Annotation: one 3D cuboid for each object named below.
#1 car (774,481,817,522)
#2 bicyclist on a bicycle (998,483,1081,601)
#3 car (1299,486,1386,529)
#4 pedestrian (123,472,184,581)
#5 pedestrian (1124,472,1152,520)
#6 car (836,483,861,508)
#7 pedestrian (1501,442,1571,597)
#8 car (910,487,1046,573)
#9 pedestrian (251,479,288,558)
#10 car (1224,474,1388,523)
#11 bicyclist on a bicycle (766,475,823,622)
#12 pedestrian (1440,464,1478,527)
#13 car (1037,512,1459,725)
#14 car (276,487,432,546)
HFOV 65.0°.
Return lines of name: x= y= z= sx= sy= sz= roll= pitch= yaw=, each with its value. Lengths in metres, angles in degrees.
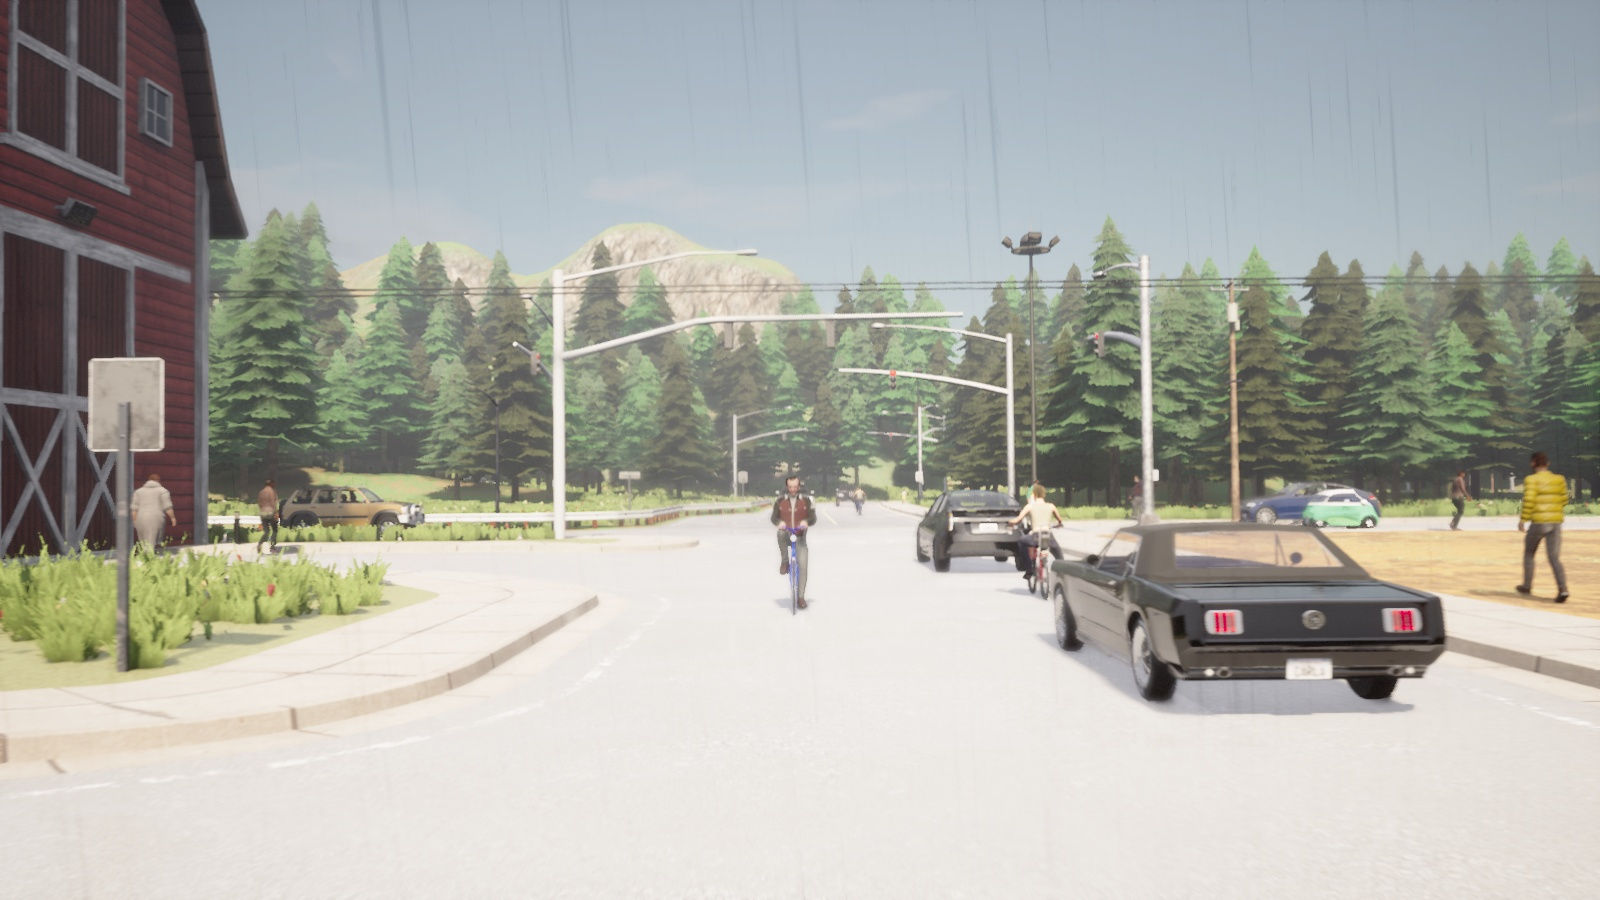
car: x=-0.208 y=2.489 z=60.364 sx=1.932 sy=1.855 sz=4.605 roll=-1 pitch=-2 yaw=0
bicyclist on a bicycle: x=3.426 y=1.297 z=18.093 sx=0.866 sy=1.612 sz=1.509 roll=-1 pitch=-2 yaw=0
car: x=18.137 y=1.911 z=42.046 sx=2.207 sy=1.376 sz=1.481 roll=-1 pitch=-2 yaw=0
pedestrian: x=-11.914 y=1.401 z=23.155 sx=0.659 sy=1.952 sz=0.873 roll=-1 pitch=-2 yaw=1
pedestrian: x=13.391 y=1.816 z=49.722 sx=0.899 sy=1.844 sz=0.634 roll=-1 pitch=-2 yaw=-1
car: x=3.802 y=3.546 z=98.402 sx=1.932 sy=1.855 sz=4.605 roll=-1 pitch=-2 yaw=2
pedestrian: x=8.996 y=0.841 z=15.366 sx=0.431 sy=1.840 sz=0.709 roll=-1 pitch=-2 yaw=5
car: x=3.405 y=1.504 z=24.869 sx=2.007 sy=1.525 sz=4.514 roll=-1 pitch=-2 yaw=0
pedestrian: x=-12.367 y=1.591 z=29.294 sx=0.328 sy=1.805 sz=0.869 roll=-1 pitch=-2 yaw=16
car: x=18.298 y=1.737 z=45.571 sx=5.027 sy=1.651 sz=2.152 roll=-1 pitch=-2 yaw=1
bicyclist on a bicycle: x=-0.071 y=1.234 z=16.295 sx=0.659 sy=1.776 sz=1.843 roll=-1 pitch=-2 yaw=0
pedestrian: x=19.142 y=1.310 z=36.487 sx=0.869 sy=1.805 sz=0.328 roll=-1 pitch=-2 yaw=-2
car: x=3.450 y=1.244 z=10.785 sx=1.895 sy=1.301 sz=4.718 roll=-1 pitch=-2 yaw=0
car: x=-15.058 y=2.227 z=42.556 sx=4.605 sy=1.855 sz=1.932 roll=-1 pitch=-2 yaw=1
